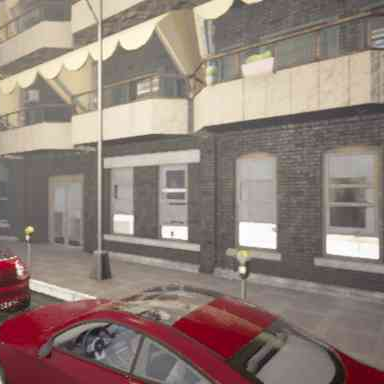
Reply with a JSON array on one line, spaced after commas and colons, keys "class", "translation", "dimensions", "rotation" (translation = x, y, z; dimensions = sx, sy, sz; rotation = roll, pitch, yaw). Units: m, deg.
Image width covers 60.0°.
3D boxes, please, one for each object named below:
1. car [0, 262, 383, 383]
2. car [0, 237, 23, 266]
[{"class": "car", "translation": [-0.365, 1.584, 3.137], "dimensions": [4.206, 1.307, 1.802], "rotation": [0, 0, 36]}, {"class": "car", "translation": [-4.963, 1.447, 6.418], "dimensions": [4.097, 1.590, 1.967], "rotation": [0, 0, 36]}]
